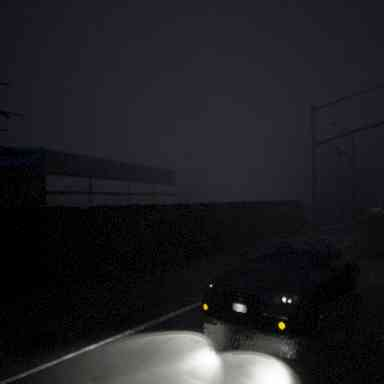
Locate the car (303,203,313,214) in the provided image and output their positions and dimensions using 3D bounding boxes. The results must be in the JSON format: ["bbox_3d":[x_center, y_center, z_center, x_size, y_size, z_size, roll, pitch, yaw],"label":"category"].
[{"bbox_3d":[14.401,2.166,44.076,2.007,1.523,4.514,-2,-2,40],"label":"car"}]

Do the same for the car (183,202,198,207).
[{"bbox_3d":[-0.355,3.380,89.739,1.970,1.475,3.806,-2,-2,40],"label":"car"}]

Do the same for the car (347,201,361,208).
[{"bbox_3d":[31.161,2.405,63.996,1.845,1.501,3.633,-2,-2,40],"label":"car"}]

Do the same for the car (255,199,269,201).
[{"bbox_3d":[17.032,2.642,76.069,1.932,1.855,4.605,-2,-2,40],"label":"car"}]

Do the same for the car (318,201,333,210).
[{"bbox_3d":[24.103,2.439,60.238,1.970,1.475,3.806,-2,-2,40],"label":"car"}]

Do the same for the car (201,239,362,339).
[{"bbox_3d":[2.043,1.706,6.928,1.994,1.385,4.181,-2,-2,40],"label":"car"}]

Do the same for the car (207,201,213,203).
[{"bbox_3d":[4.760,3.127,85.858,2.152,1.636,5.027,-2,-2,40],"label":"car"}]

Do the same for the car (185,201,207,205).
[{"bbox_3d":[0.235,2.872,66.016,2.007,1.523,4.514,-2,-2,40],"label":"car"}]
